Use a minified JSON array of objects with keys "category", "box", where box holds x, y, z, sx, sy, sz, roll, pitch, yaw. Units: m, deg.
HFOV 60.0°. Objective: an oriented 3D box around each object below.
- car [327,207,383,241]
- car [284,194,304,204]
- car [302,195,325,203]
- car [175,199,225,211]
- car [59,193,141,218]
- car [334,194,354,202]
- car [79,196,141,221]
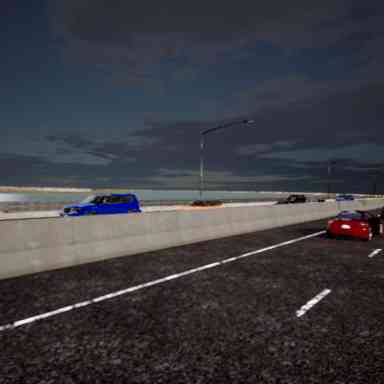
[{"category":"car","box":[8.558,1.642,17.406,1.994,1.385,4.181,1,0,38]},{"category":"car","box":[18.114,1.343,58.239,2.150,2.045,5.566,1,0,39]},{"category":"car","box":[20.969,1.655,56.214,2.128,1.511,4.902,1,0,39]},{"category":"car","box":[0.653,1.312,24.672,2.097,1.767,4.553,1,0,38]},{"category":"car","box":[-5.851,1.100,21.971,2.150,2.045,5.566,1,0,38]},{"category":"car","box":[26.260,1.447,57.206,2.150,2.045,5.566,1,0,39]},{"category":"car","box":[-6.517,1.213,26.838,2.097,1.767,4.553,1,0,38]}]
